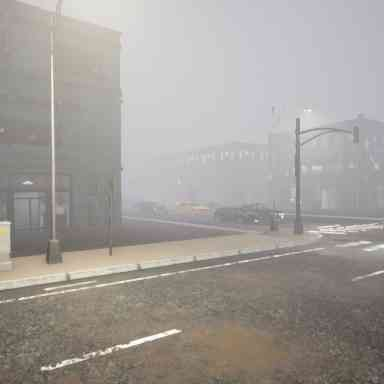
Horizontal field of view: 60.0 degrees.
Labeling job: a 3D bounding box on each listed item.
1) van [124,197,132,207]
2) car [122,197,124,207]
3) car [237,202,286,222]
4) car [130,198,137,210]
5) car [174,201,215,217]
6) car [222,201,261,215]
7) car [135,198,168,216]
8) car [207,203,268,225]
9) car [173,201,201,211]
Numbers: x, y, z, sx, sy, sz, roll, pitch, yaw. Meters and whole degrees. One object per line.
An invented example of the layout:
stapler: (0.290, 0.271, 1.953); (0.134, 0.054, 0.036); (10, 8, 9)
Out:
van: (-10.412, 1.906, 60.869); (1.690, 1.788, 3.998); (-1, 0, -35)
car: (-13.619, 1.939, 65.381); (2.192, 1.841, 5.009); (-1, 0, -35)
car: (5.702, 1.713, 28.216); (2.128, 1.511, 4.902); (-1, 0, -35)
car: (-6.088, 1.930, 44.831); (1.882, 1.535, 5.008); (-1, 0, -35)
car: (-0.095, 1.814, 36.381); (1.882, 1.535, 5.008); (-1, 0, -36)
car: (5.623, 1.809, 38.309); (2.008, 1.369, 4.403); (-2, 0, -35)
car: (-4.416, 1.846, 37.965); (1.967, 1.590, 4.097); (-1, 0, -35)
car: (3.526, 1.814, 26.583); (1.947, 1.339, 4.313); (-1, 0, -35)
car: (-0.788, 1.965, 47.333); (1.802, 1.307, 4.206); (-2, 0, -35)
